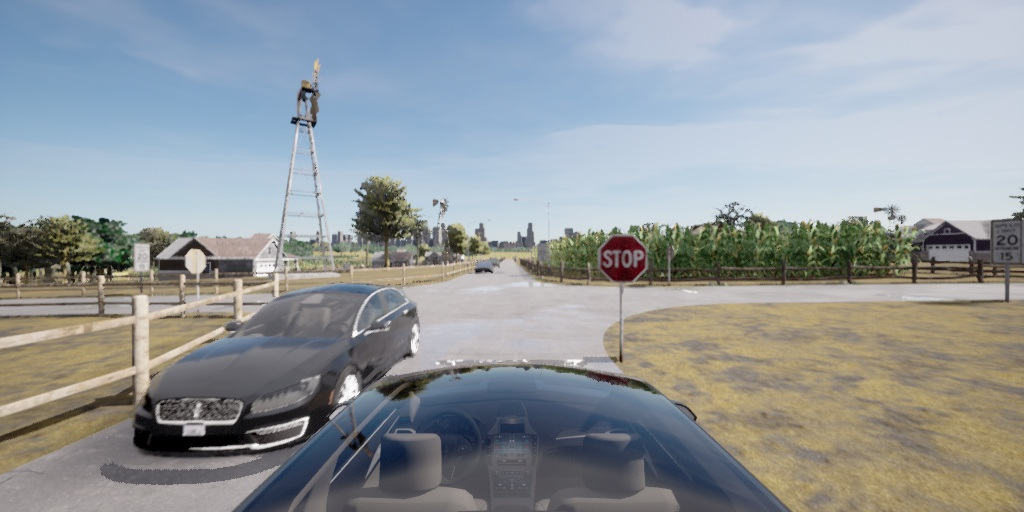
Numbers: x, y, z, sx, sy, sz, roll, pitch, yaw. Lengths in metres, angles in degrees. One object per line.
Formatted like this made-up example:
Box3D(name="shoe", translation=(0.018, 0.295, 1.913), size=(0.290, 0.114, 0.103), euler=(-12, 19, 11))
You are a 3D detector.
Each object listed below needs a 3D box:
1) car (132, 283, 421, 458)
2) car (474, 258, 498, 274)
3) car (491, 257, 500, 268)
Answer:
Box3D(name="car", translation=(-2.766, 1.235, 5.531), size=(1.837, 1.490, 4.892), euler=(0, 1, 0))
Box3D(name="car", translation=(-2.885, 1.172, 38.409), size=(2.033, 1.411, 5.357), euler=(0, 0, 0))
Box3D(name="car", translation=(-2.952, 0.998, 57.026), size=(2.097, 1.767, 4.553), euler=(0, 0, 0))
